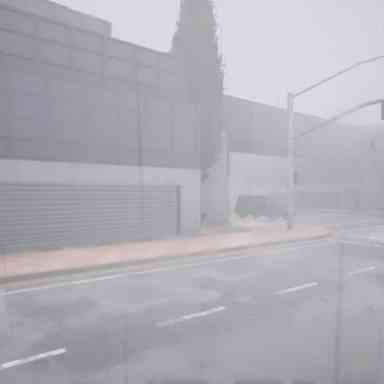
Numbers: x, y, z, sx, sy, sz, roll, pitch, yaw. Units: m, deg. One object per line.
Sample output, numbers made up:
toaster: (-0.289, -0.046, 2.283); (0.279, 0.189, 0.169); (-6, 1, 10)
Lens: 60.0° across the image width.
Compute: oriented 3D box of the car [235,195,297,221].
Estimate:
car: (6.042, 1.252, 27.936); (2.150, 2.045, 5.566); (0, 0, -37)

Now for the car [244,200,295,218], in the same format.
car: (7.379, 1.561, 31.996); (1.812, 1.442, 4.674); (0, 0, -37)
